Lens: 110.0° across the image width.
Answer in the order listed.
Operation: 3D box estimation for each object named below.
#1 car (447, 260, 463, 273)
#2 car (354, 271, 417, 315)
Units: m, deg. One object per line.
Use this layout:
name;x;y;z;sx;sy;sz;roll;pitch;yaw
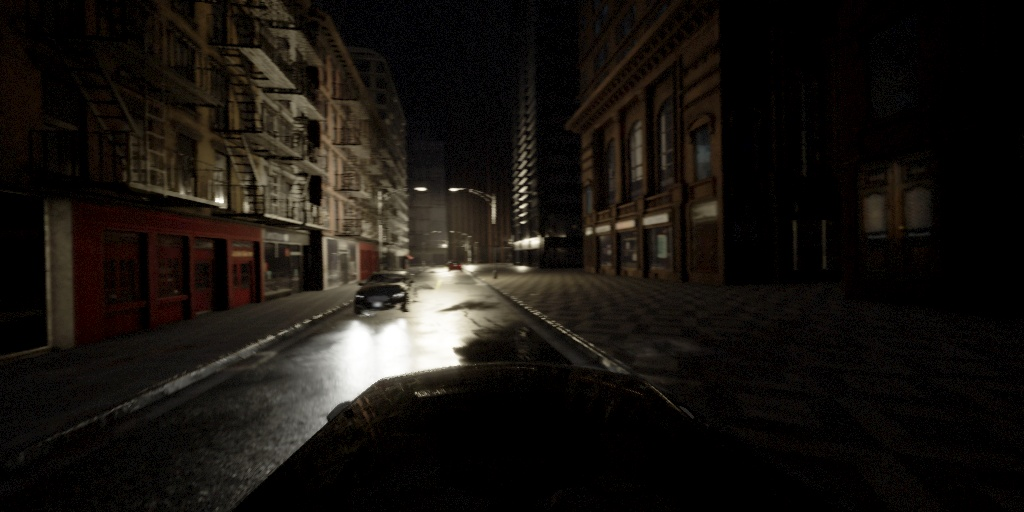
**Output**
car;-8.172;1.394;51.523;2.097;1.767;4.553;-1;0;-10
car;-4.934;1.369;14.467;2.128;1.511;4.902;-1;0;-10
